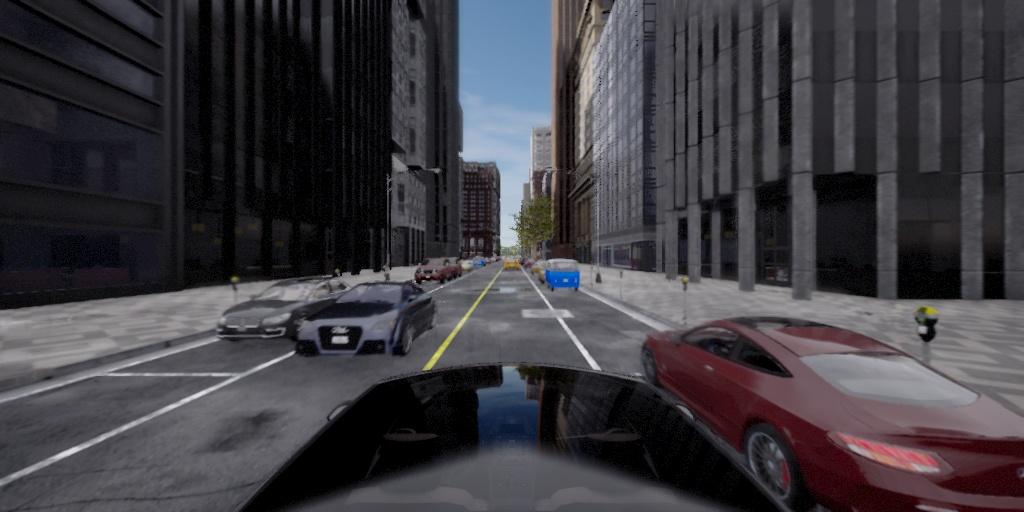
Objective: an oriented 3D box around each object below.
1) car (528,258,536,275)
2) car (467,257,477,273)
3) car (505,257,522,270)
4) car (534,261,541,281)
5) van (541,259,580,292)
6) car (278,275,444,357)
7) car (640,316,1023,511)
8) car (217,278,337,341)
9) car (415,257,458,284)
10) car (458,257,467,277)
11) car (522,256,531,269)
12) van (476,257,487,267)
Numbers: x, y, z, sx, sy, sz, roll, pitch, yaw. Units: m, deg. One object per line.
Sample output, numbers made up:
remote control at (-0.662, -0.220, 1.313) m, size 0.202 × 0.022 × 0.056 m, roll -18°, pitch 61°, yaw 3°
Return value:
car at (2.873, 1.224, 38.086) m, size 1.751 × 1.417 × 4.829 m, roll 0°, pitch 0°, yaw 1°
car at (-5.659, 1.211, 43.334) m, size 1.751 × 1.417 × 4.829 m, roll 0°, pitch 0°, yaw 1°
car at (0.015, 1.148, 50.393) m, size 1.882 × 1.535 × 5.008 m, roll 0°, pitch 0°, yaw 0°
car at (2.866, 1.249, 26.770) m, size 1.751 × 1.417 × 4.829 m, roll 0°, pitch 0°, yaw 0°
van at (2.864, 1.075, 20.958) m, size 1.690 × 1.789 × 3.998 m, roll 0°, pitch 0°, yaw 0°
car at (-3.071, 1.311, 8.414) m, size 1.994 × 1.385 × 4.181 m, roll 0°, pitch 0°, yaw 0°
car at (2.859, 1.331, 4.038) m, size 1.802 × 1.307 × 4.207 m, roll 0°, pitch 0°, yaw 0°
car at (-5.665, 1.297, 9.703) m, size 2.007 × 1.370 × 4.403 m, roll 0°, pitch 0°, yaw 0°
car at (-5.660, 1.039, 26.623) m, size 2.192 × 1.841 × 5.009 m, roll 0°, pitch 0°, yaw 0°
car at (-5.659, 1.028, 32.263) m, size 2.192 × 1.841 × 5.009 m, roll 0°, pitch 0°, yaw 0°
car at (2.874, 1.102, 54.798) m, size 1.967 × 1.591 × 4.097 m, roll 0°, pitch 0°, yaw 0°
van at (-5.650, 0.996, 60.455) m, size 1.690 × 1.789 × 3.998 m, roll 0°, pitch 0°, yaw 0°
